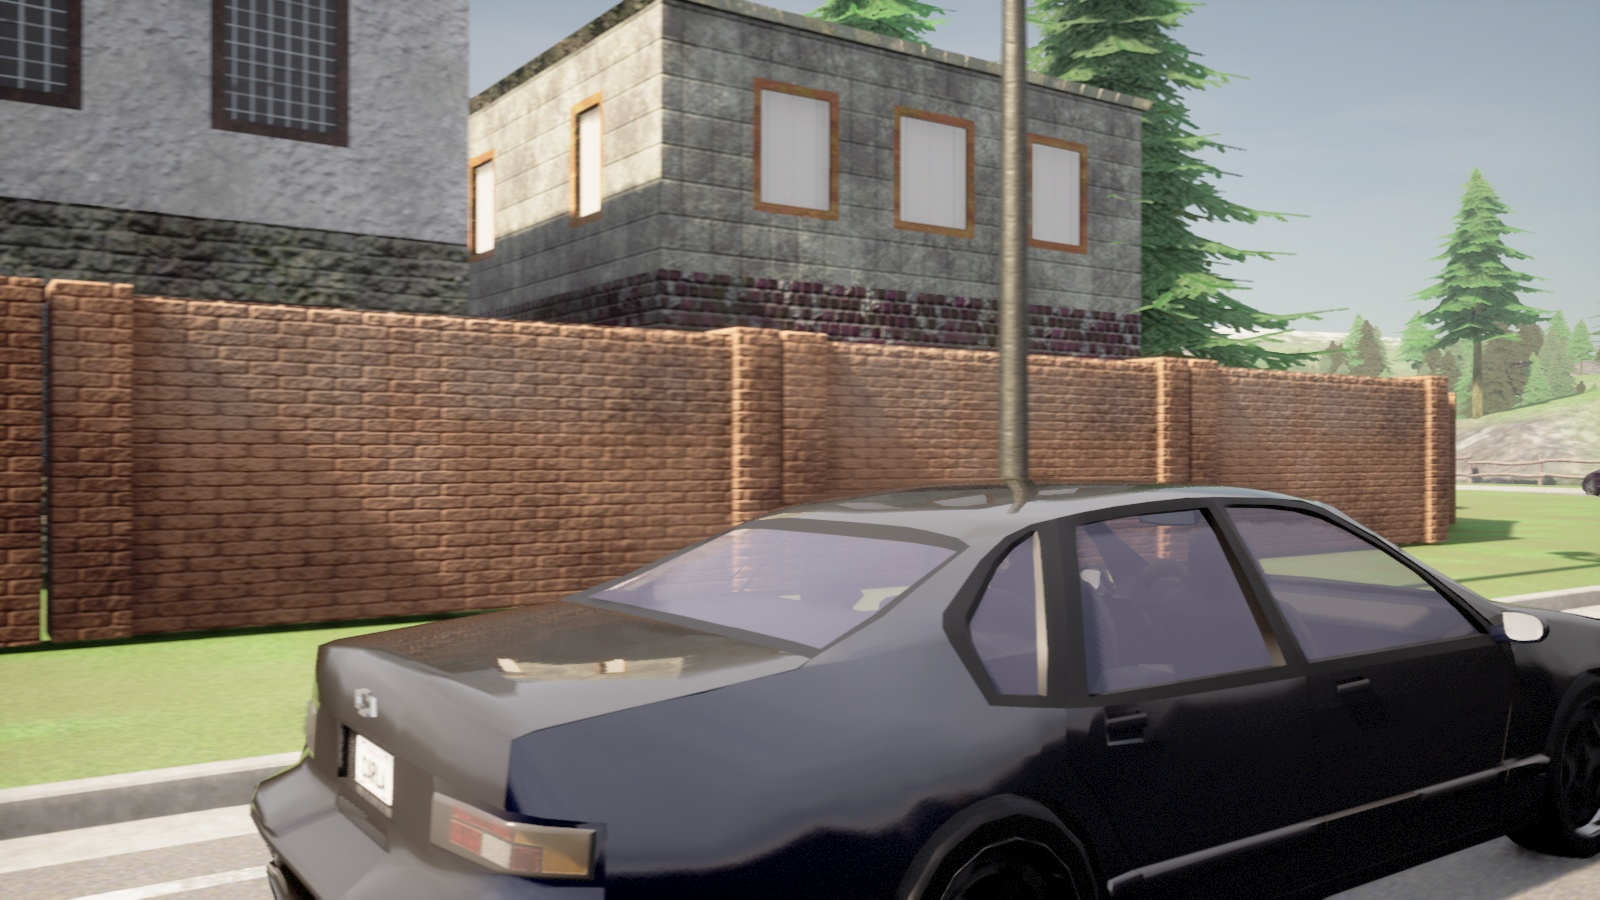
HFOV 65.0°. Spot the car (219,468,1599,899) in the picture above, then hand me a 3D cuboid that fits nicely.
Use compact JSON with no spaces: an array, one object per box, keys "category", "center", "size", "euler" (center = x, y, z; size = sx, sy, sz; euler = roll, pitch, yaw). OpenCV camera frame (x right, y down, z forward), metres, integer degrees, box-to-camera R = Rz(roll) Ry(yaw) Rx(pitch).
[{"category":"car","center":[1.067,0.801,4.401],"size":[5.357,1.411,2.033],"euler":[0,0,-35]}]

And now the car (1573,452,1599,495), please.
[{"category":"car","center":[28.448,0.803,42.792],"size":[1.816,1.474,4.193],"euler":[0,0,4]}]
